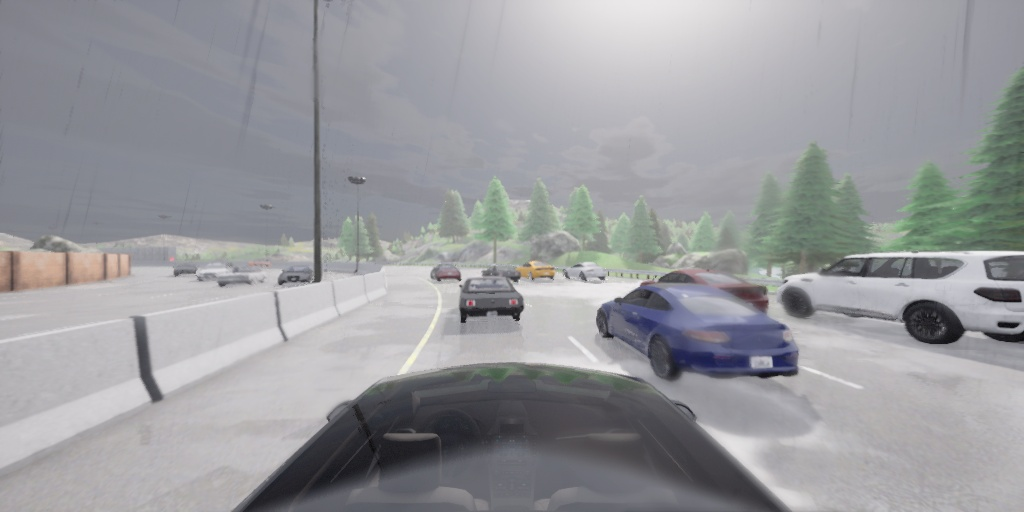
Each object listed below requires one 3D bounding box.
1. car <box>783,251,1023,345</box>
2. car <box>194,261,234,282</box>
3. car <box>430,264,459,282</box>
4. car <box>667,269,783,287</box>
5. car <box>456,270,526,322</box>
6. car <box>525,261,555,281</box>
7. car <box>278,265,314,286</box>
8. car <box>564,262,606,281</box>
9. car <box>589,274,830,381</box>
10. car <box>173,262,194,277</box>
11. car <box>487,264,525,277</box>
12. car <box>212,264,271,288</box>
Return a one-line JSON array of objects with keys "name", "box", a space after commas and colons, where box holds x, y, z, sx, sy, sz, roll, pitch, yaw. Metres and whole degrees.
[{"name": "car", "box": [9.979, 0.910, 9.447, 2.150, 2.045, 5.566, 0, 0, -5]}, {"name": "car", "box": [-25.548, 1.393, 31.033, 1.812, 1.442, 4.674, 0, 0, -30]}, {"name": "car", "box": [-5.527, 1.322, 29.684, 1.994, 1.385, 4.181, 0, 0, -21]}, {"name": "car", "box": [6.136, 1.185, 12.228, 1.882, 1.535, 5.008, 0, 0, -7]}, {"name": "car", "box": [-0.874, 1.347, 12.311, 1.895, 1.301, 4.718, 0, 0, -8]}, {"name": "car", "box": [1.841, 1.194, 29.930, 1.882, 1.535, 5.008, 0, 0, -19]}, {"name": "car", "box": [-15.550, 1.380, 26.126, 1.994, 1.385, 4.181, 0, 0, -23]}, {"name": "car", "box": [5.866, 1.220, 29.020, 1.812, 1.442, 4.674, 0, 0, -17]}, {"name": "car", "box": [3.162, 1.254, 7.081, 1.812, 1.442, 4.674, 0, 0, -4]}, {"name": "car", "box": [-34.833, 1.420, 38.431, 1.837, 1.490, 4.892, 0, -1, -40]}, {"name": "car", "box": [-0.916, 1.335, 27.416, 1.895, 1.301, 4.718, 0, 0, -18]}, {"name": "car", "box": [-18.939, 1.437, 25.363, 1.895, 1.301, 4.718, 0, 0, -22]}]
